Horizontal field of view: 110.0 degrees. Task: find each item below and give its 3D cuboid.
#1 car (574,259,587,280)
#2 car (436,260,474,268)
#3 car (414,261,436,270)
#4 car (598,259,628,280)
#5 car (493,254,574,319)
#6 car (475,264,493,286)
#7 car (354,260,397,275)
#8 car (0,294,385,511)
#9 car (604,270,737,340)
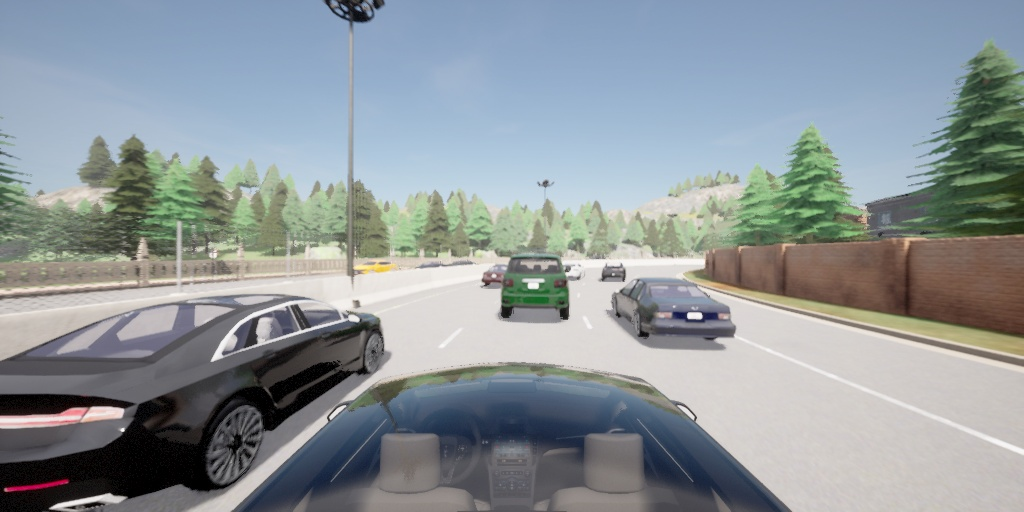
[{"bbox_3d":[5.143,1.238,30.743,1.812,1.442,4.674,0,0,18],"label":"car"},{"bbox_3d":[-4.898,1.165,34.307,1.837,1.490,4.892,0,0,20],"label":"car"},{"bbox_3d":[-8.034,1.206,35.892,1.994,1.385,4.181,0,0,20],"label":"car"},{"bbox_3d":[8.553,1.221,29.890,2.128,1.511,4.902,0,0,18],"label":"car"},{"bbox_3d":[0.954,0.952,13.029,2.150,2.045,5.566,0,0,7],"label":"car"},{"bbox_3d":[-0.485,1.248,24.195,2.033,1.411,5.357,0,0,14],"label":"car"},{"bbox_3d":[-12.646,1.105,33.070,1.882,1.535,5.008,0,0,17],"label":"car"},{"bbox_3d":[-3.238,1.221,4.528,2.128,1.511,4.902,0,0,2],"label":"car"},{"bbox_3d":[4.093,1.298,10.020,2.033,1.411,5.357,0,0,6],"label":"car"}]
